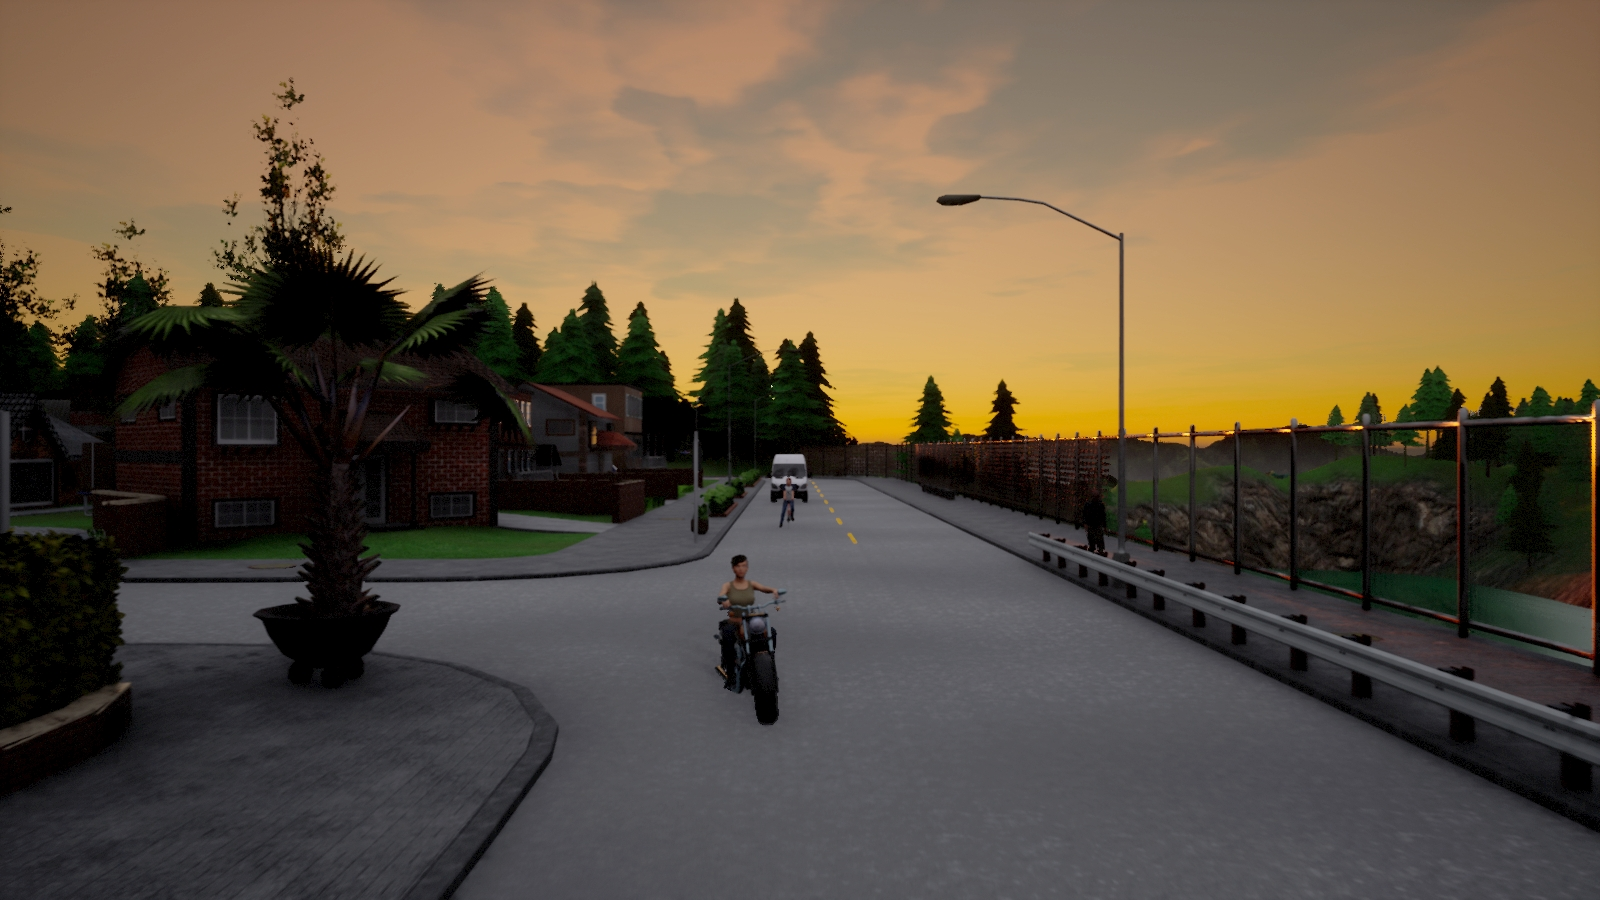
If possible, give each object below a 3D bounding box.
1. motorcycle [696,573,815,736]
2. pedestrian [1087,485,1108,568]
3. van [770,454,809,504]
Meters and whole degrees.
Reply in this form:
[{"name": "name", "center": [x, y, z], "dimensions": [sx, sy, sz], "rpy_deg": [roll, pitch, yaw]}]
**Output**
[{"name": "motorcycle", "center": [-0.537, 2.148, 12.498], "dimensions": [0.764, 1.307, 2.356], "rpy_deg": [-2, 1, -15]}, {"name": "pedestrian", "center": [6.735, 1.732, 25.908], "dimensions": [0.375, 1.860, 0.375], "rpy_deg": [0, 0, -1]}, {"name": "van", "center": [-0.571, 1.505, 61.567], "dimensions": [1.988, 2.561, 5.915], "rpy_deg": [0, 0, 0]}]
